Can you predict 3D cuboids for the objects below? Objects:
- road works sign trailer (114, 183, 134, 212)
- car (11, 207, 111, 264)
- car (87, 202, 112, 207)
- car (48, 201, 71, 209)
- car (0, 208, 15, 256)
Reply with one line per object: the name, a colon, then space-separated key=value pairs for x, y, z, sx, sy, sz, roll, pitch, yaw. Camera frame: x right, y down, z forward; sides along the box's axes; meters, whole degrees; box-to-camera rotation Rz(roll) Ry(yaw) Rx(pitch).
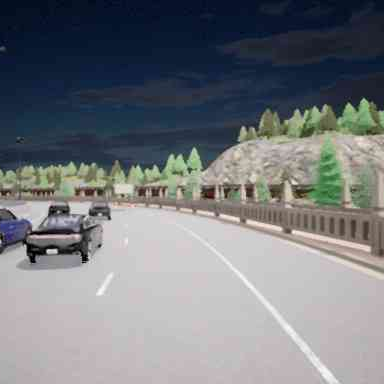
road works sign trailer: x=-8.685 y=0.619 z=42.523 sx=2.380 sy=3.560 sz=2.880 roll=0 pitch=0 yaw=-11
car: x=-4.417 y=1.541 z=12.159 sx=2.128 sy=1.511 sz=4.902 roll=0 pitch=0 yaw=-7
car: x=-8.302 y=1.629 z=29.784 sx=1.837 sy=1.490 sz=4.892 roll=0 pitch=0 yaw=-17
car: x=-12.778 y=1.641 z=32.158 sx=1.882 sy=1.535 sz=5.008 roll=0 pitch=0 yaw=-19
car: x=-8.121 y=1.426 z=13.412 sx=2.097 sy=1.767 sz=4.553 roll=0 pitch=0 yaw=-8
